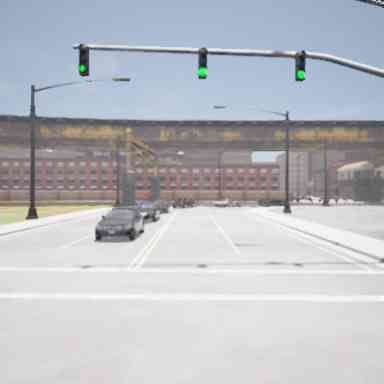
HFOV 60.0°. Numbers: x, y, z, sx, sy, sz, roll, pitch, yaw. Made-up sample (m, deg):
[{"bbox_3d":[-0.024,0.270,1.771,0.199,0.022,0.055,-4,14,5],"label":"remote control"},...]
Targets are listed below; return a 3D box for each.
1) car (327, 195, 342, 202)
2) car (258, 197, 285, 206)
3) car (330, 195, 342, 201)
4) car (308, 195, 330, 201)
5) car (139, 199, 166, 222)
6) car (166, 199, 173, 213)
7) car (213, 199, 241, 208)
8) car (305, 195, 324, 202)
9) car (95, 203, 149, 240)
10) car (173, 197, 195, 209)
[{"bbox_3d":[32.387,1.542,74.540,2.038,1.542,4.974,0,0,31],"label":"car"},{"bbox_3d":[13.406,1.540,56.133,4.902,1.511,2.128,0,0,-24],"label":"car"},{"bbox_3d":[32.414,1.385,74.585,1.853,1.218,4.536,0,0,31],"label":"car"},{"bbox_3d":[29.325,1.376,76.752,1.853,1.218,4.536,0,0,-29],"label":"car"},{"bbox_3d":[-3.570,1.509,26.357,2.128,1.511,4.902,0,0,0],"label":"car"},{"bbox_3d":[-3.487,1.519,36.511,1.837,1.490,4.892,0,0,0],"label":"car"},{"bbox_3d":[5.365,1.632,50.206,1.895,1.301,4.718,0,0,44],"label":"car"},{"bbox_3d":[29.350,1.534,76.707,2.038,1.542,4.974,0,0,-29],"label":"car"},{"bbox_3d":[-3.580,1.546,17.217,1.812,1.442,4.674,0,0,0],"label":"car"},{"bbox_3d":[-1.109,1.521,46.678,1.837,1.490,4.892,0,0,23],"label":"car"}]
